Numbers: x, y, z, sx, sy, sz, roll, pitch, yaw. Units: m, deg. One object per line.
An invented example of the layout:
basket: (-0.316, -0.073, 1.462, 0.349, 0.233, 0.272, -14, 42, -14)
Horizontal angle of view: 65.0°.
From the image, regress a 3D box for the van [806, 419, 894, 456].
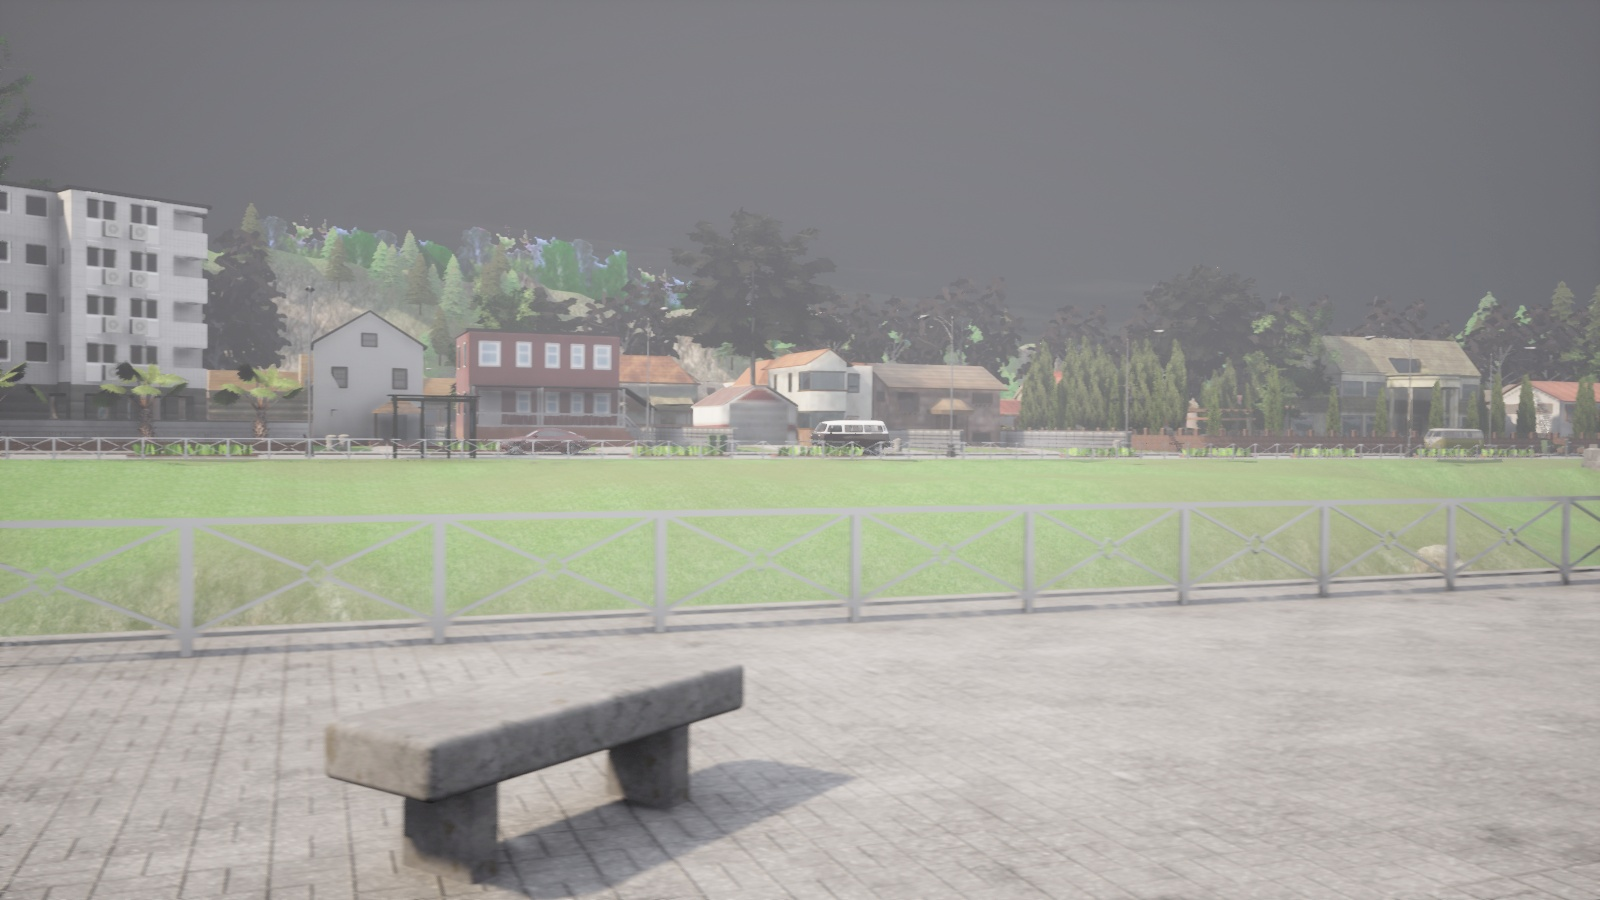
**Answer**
van: (2.829, -0.727, 71.218, 4.480, 2.038, 2.069, -1, 1, -21)

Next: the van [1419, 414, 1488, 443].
van: (45.842, -1.515, 88.110, 4.442, 1.987, 1.775, -1, 1, -21)

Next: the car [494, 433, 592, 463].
car: (-13.275, -0.119, 64.898, 4.674, 1.442, 1.812, -1, 1, -21)
